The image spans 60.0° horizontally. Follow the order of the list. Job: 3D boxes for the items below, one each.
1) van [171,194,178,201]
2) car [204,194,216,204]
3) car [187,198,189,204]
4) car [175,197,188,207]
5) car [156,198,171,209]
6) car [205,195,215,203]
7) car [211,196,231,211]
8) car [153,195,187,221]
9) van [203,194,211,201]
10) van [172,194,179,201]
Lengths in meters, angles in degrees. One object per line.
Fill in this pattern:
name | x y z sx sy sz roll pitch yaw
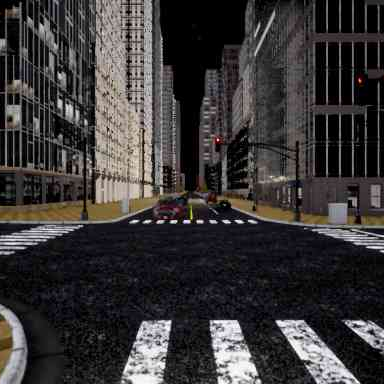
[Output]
van | -4.237 1.321 80.467 1.690 1.788 3.998 0 0 0
car | 3.728 1.313 63.924 2.192 1.841 5.009 0 0 0
car | -1.562 1.561 39.992 2.033 1.411 5.357 0 0 0
car | -1.616 1.534 50.811 1.812 1.442 4.674 0 0 0
car | -4.068 1.592 47.301 1.802 1.307 4.206 0 0 0
car | 3.700 1.432 69.452 1.967 1.590 4.097 0 0 0
car | 3.890 1.579 41.815 1.947 1.339 4.313 0 0 0
car | -1.861 1.371 27.565 2.097 1.767 4.553 0 0 4
van | 3.643 1.321 80.507 1.690 1.788 3.998 0 0 0
van | -4.265 1.315 85.994 1.690 1.788 3.998 0 0 0
